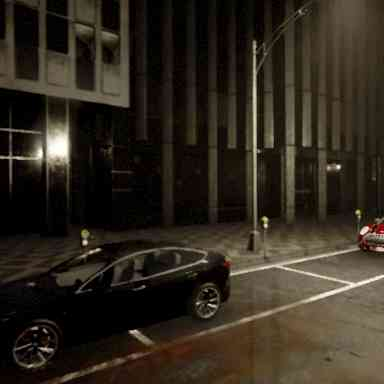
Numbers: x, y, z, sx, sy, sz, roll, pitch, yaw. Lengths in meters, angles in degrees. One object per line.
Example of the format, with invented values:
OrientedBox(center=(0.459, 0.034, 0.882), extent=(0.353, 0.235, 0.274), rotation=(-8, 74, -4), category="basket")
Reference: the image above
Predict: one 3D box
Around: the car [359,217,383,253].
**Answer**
OrientedBox(center=(7.911, 1.381, 12.238), extent=(4.097, 1.590, 1.967), rotation=(0, 0, -36), category="car")

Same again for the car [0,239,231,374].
OrientedBox(center=(-1.242, 1.559, 5.650), extent=(4.313, 1.339, 1.947), rotation=(0, 0, -36), category="car")
